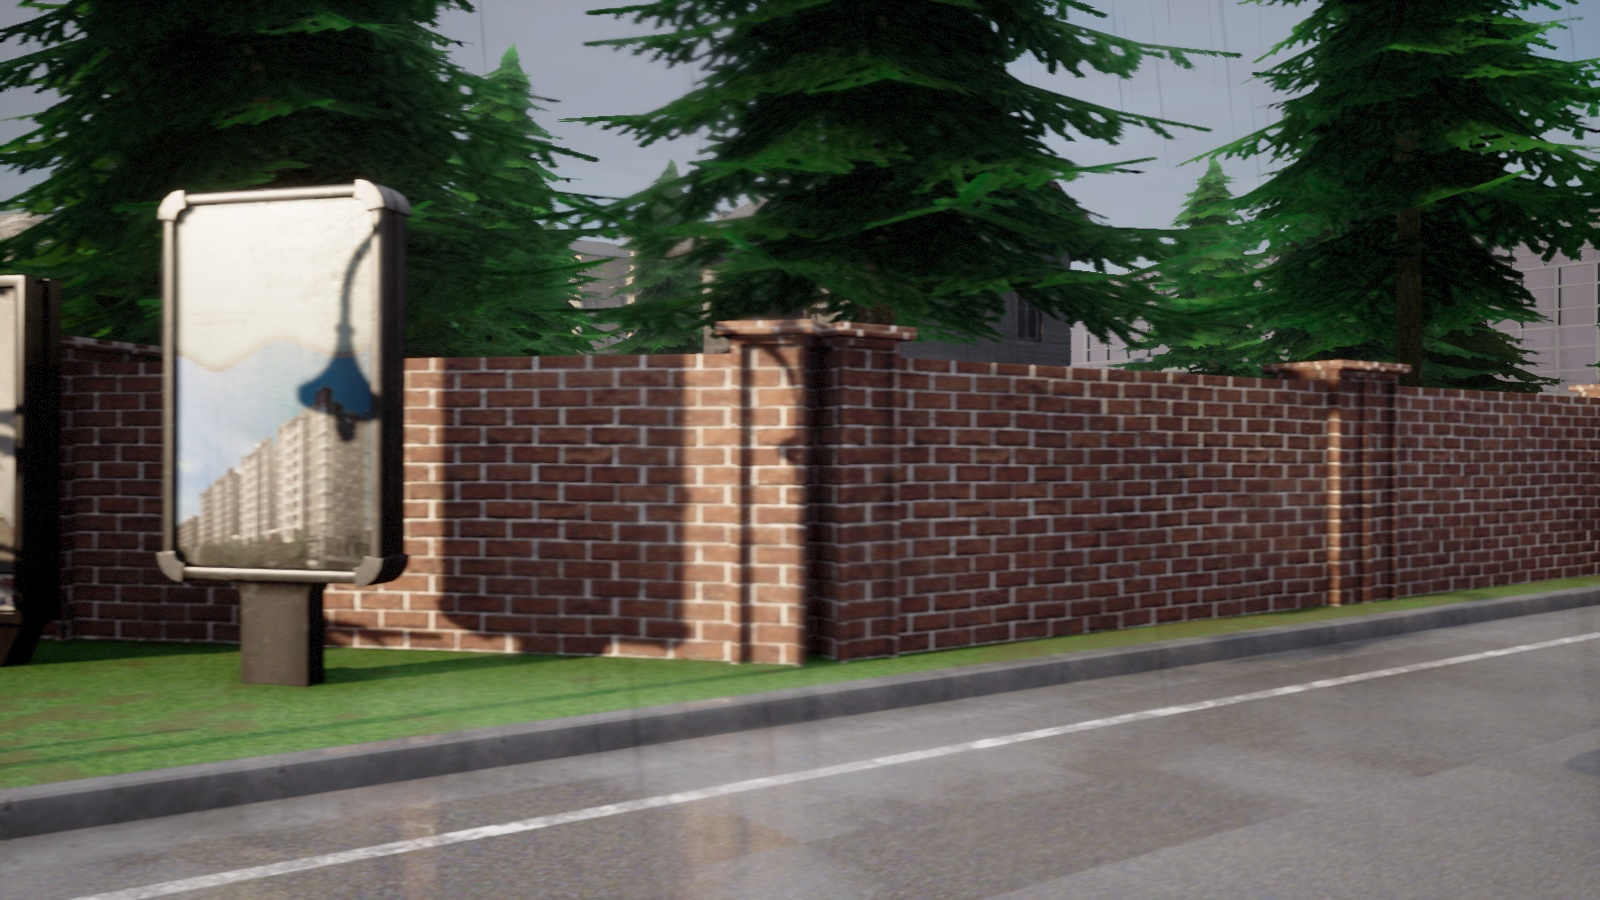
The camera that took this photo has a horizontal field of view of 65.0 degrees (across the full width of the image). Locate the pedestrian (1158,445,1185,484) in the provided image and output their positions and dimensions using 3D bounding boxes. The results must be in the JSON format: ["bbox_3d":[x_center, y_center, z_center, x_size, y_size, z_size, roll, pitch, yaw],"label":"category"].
[{"bbox_3d":[17.589,0.691,59.494,0.900,1.855,0.874,0,0,45],"label":"pedestrian"}]
